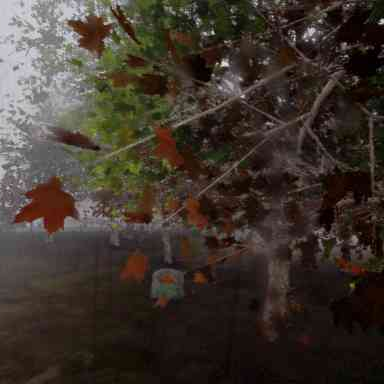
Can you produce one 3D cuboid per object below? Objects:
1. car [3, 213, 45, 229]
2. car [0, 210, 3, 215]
[{"bbox_3d":[-25.282,4.256,50.018,5.566,2.045,2.435,0,0,17],"label":"car"},{"bbox_3d":[-14.728,2.039,24.445,1.837,1.490,4.892,0,-4,39],"label":"car"}]
